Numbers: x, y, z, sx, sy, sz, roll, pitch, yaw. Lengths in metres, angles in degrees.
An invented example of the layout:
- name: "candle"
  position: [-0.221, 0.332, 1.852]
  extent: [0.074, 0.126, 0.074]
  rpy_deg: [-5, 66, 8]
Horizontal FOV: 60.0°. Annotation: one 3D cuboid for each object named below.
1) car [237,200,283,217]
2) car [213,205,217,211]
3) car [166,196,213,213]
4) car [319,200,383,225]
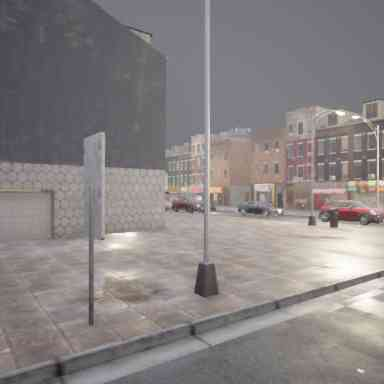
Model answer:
- name: "car"
  position: [6.498, 1.572, 31.966]
  extent: [2.128, 1.511, 4.902]
  rpy_deg: [0, 0, -35]
- name: "car"
  position: [0.692, 1.664, 40.129]
  extent: [2.033, 1.411, 5.357]
  rpy_deg: [0, 0, -35]
- name: "car"
  position: [-0.377, 1.415, 37.241]
  extent: [2.192, 1.841, 5.009]
  rpy_deg: [0, 0, -35]
- name: "car"
  position: [11.822, 1.401, 24.552]
  extent: [2.097, 1.767, 4.553]
  rpy_deg: [0, 0, -36]
